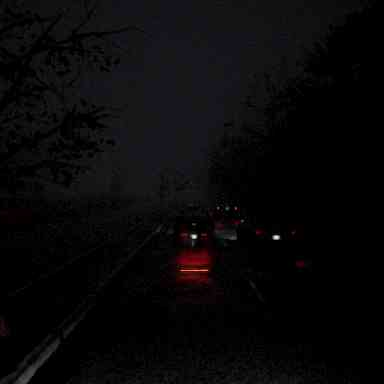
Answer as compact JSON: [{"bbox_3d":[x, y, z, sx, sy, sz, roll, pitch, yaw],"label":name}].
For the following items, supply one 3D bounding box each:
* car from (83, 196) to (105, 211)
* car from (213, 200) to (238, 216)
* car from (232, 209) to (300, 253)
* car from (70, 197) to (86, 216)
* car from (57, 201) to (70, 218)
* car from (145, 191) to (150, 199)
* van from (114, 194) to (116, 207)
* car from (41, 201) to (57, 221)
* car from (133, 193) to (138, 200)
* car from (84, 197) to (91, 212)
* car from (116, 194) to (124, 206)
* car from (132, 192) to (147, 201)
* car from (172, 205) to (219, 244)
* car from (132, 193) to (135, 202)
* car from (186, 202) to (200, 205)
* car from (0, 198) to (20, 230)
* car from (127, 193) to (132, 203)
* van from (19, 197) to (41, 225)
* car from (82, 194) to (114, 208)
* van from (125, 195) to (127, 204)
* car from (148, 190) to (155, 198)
[{"bbox_3d":[-13.877,1.664,42.153,4.674,1.452,2.002,-1,1,-20],"label":"car"},{"bbox_3d":[3.085,1.511,31.292,2.097,1.767,4.553,0,0,0],"label":"car"},{"bbox_3d":[3.090,1.649,14.183,1.994,1.385,4.181,0,0,0],"label":"car"},{"bbox_3d":[-13.711,1.648,33.268,5.366,1.575,1.946,-1,0,-20],"label":"car"},{"bbox_3d":[-13.910,1.686,30.199,4.792,1.488,2.163,-1,0,-20],"label":"car"},{"bbox_3d":[-14.043,1.312,83.983,5.366,1.575,1.946,-1,1,-20],"label":"car"},{"bbox_3d":[-13.774,1.358,48.165,4.442,1.987,1.878,-1,0,-20],"label":"van"},{"bbox_3d":[-13.879,1.689,27.227,4.674,1.452,2.002,-1,0,-20],"label":"car"},{"bbox_3d":[-13.850,1.480,66.054,4.792,1.488,2.163,-1,0,-20],"label":"car"},{"bbox_3d":[-13.854,1.678,36.196,4.792,1.488,2.163,-1,0,-20],"label":"car"},{"bbox_3d":[-13.857,1.311,51.118,5.566,2.045,2.435,-1,0,-20],"label":"car"},{"bbox_3d":[-13.847,1.389,78.060,4.792,1.488,2.163,-1,0,-20],"label":"car"},{"bbox_3d":[0.092,1.605,16.218,1.837,1.490,4.892,0,0,0],"label":"car"},{"bbox_3d":[-13.871,1.513,63.036,4.674,1.452,2.002,-1,1,-20],"label":"car"},{"bbox_3d":[0.086,1.685,32.565,1.812,1.442,4.674,0,0,0],"label":"car"},{"bbox_3d":[-13.858,1.501,21.268,4.553,1.767,2.185,-1,0,-20],"label":"car"},{"bbox_3d":[-13.849,1.370,60.062,4.553,1.767,2.185,-1,1,-20],"label":"car"},{"bbox_3d":[-13.780,1.415,24.295,4.442,1.987,1.878,-1,-1,-20],"label":"van"},{"bbox_3d":[-13.909,1.356,45.122,5.566,2.045,2.435,-1,1,-20],"label":"car"},{"bbox_3d":[-13.989,1.294,57.026,4.442,1.987,1.878,-1,1,-20],"label":"van"},{"bbox_3d":[-13.847,1.003,90.072,5.566,2.045,2.435,-1,0,-20],"label":"car"}]
